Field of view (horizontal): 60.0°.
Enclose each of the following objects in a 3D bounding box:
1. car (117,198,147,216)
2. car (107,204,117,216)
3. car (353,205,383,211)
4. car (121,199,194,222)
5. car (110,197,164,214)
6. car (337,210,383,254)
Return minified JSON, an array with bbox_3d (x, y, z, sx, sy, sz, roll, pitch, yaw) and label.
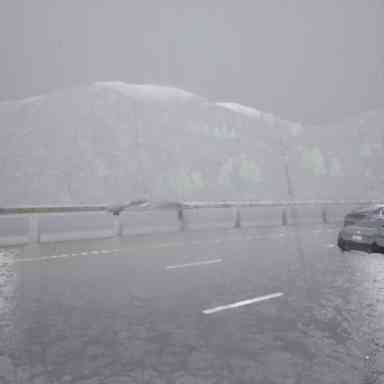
[{"bbox_3d":[-3.247,1.426,26.703,4.674,1.442,1.812,0,0,-30],"label":"car"},{"bbox_3d":[-5.096,1.391,29.671,4.892,1.490,1.837,0,0,-30],"label":"car"},{"bbox_3d":[10.452,1.471,18.165,4.892,1.490,1.837,0,0,-28],"label":"car"},{"bbox_3d":[-2.124,1.420,23.304,4.892,1.490,1.837,0,0,-31],"label":"car"},{"bbox_3d":[-5.504,1.350,33.489,5.008,1.535,1.882,0,0,-30],"label":"car"},{"bbox_3d":[7.410,1.541,12.454,4.181,1.385,1.994,0,0,-31],"label":"car"}]
